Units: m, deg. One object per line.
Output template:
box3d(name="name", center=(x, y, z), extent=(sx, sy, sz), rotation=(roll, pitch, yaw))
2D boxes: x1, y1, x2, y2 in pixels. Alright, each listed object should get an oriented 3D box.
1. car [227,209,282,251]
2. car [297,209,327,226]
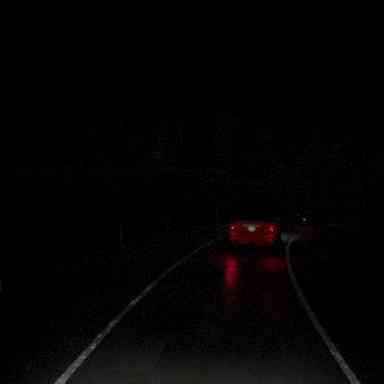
box3d(name="car", center=(3.038, 1.566, 15.532), extent=(2.097, 1.767, 4.553), rotation=(1, -1, 17))
box3d(name="car", center=(11.429, 2.384, 31.705), extent=(1.812, 1.442, 4.674), rotation=(3, -1, 36))
